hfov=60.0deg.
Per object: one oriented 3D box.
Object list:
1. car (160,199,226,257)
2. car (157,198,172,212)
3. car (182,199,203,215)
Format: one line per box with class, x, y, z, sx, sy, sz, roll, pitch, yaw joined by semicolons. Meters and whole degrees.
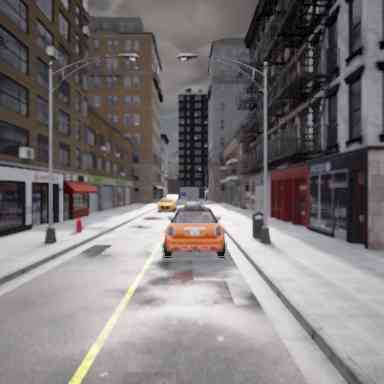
car;0.090;1.341;12.968;2.097;1.767;4.553;0;0;0
car;-2.852;1.445;38.044;1.882;1.535;5.008;0;0;0
car;0.081;1.518;34.975;2.033;1.411;5.357;0;0;0
